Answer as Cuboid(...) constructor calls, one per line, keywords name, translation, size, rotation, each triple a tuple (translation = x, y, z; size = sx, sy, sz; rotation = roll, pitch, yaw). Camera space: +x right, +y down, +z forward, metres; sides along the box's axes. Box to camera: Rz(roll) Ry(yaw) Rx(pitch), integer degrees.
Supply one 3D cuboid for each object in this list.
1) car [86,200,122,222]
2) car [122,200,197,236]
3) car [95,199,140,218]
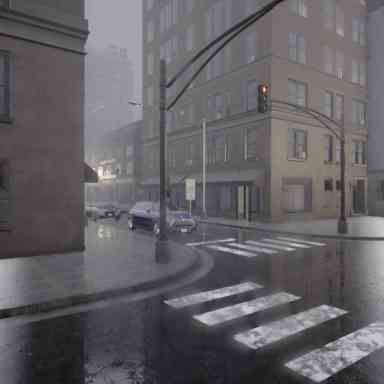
Cuboid(name="car", translation=(-6.990, 1.432, 25.336), size=(1.994, 1.385, 4.181), rotation=(0, 0, -35))
Cuboid(name="car", translation=(-1.692, 1.269, 17.936), size=(2.097, 1.767, 4.553), rotation=(0, 0, -36))
Cuboid(name="car", translation=(-6.859, 1.397, 30.207), size=(2.033, 1.411, 5.357), rotation=(0, 0, -36))
